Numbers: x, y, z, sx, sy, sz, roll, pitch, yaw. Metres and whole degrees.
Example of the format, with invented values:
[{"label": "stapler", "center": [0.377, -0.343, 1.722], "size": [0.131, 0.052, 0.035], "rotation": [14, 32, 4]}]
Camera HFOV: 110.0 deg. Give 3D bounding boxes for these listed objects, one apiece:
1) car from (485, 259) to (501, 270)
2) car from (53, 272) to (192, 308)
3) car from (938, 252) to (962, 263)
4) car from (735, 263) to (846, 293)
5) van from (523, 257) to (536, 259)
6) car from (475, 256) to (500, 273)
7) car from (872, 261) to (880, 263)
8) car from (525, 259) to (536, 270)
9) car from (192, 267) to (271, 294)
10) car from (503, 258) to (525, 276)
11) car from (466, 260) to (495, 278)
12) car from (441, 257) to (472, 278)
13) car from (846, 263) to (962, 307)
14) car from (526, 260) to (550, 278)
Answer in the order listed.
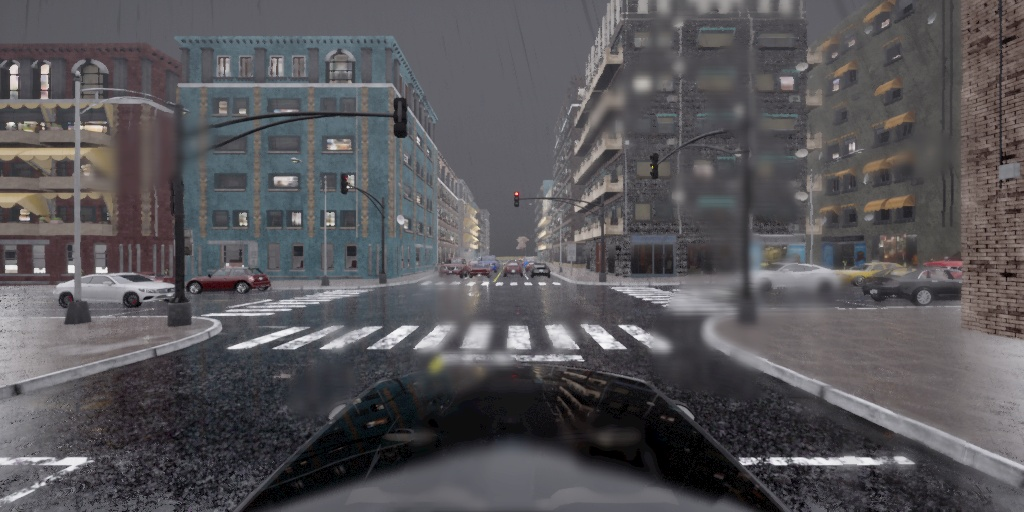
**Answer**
[{"label": "car", "center": [-2.829, 1.227, 53.738], "size": [2.128, 1.511, 4.902], "rotation": [0, 0, 0]}, {"label": "car", "center": [-17.498, 1.472, 15.968], "size": [4.674, 1.442, 1.812], "rotation": [-1, 0, 2]}, {"label": "car", "center": [24.745, 0.649, 18.594], "size": [5.566, 2.045, 2.150], "rotation": [-1, 0, 1]}, {"label": "car", "center": [14.266, 1.083, 18.676], "size": [4.674, 1.442, 1.812], "rotation": [-1, 0, 2]}, {"label": "van", "center": [2.574, 1.078, 50.201], "size": [1.690, 1.789, 3.998], "rotation": [0, 0, 0]}, {"label": "car", "center": [-2.841, 0.963, 43.314], "size": [2.150, 2.045, 5.566], "rotation": [0, 0, 0]}, {"label": "car", "center": [21.137, 1.000, 21.088], "size": [4.829, 1.417, 1.751], "rotation": [0, 0, 0]}, {"label": "car", "center": [2.573, 1.323, 44.648], "size": [1.802, 1.307, 4.207], "rotation": [0, 0, 0]}, {"label": "car", "center": [-16.902, 1.388, 21.395], "size": [4.097, 1.591, 1.967], "rotation": [0, 0, 0]}, {"label": "car", "center": [0.131, 1.270, 37.374], "size": [1.812, 1.442, 4.674], "rotation": [0, 0, 0]}, {"label": "car", "center": [-2.844, 1.347, 33.338], "size": [1.895, 1.301, 4.718], "rotation": [0, 0, 0]}, {"label": "car", "center": [-5.310, 1.060, 33.545], "size": [2.192, 1.841, 5.009], "rotation": [0, 0, 0]}, {"label": "car", "center": [15.604, 1.082, 13.250], "size": [4.403, 1.370, 2.007], "rotation": [0, 0, 0]}, {"label": "car", "center": [2.571, 1.311, 33.544], "size": [1.948, 1.339, 4.313], "rotation": [0, 0, 0]}]
